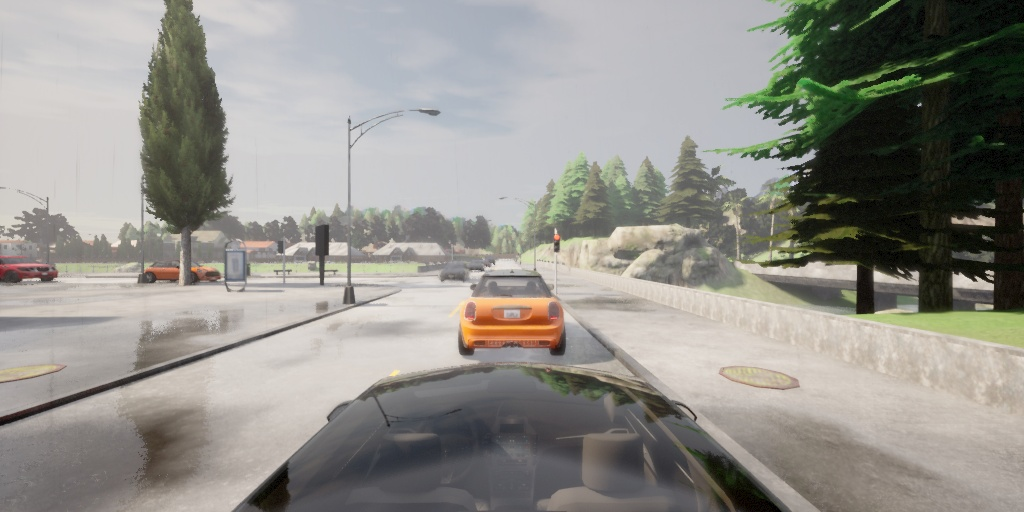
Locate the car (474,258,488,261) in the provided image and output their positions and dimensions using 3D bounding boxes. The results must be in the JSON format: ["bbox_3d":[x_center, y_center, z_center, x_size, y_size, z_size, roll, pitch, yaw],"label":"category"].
[{"bbox_3d":[-4.485,1.254,45.247,1.837,1.490,4.892,0,0,0],"label":"car"}]

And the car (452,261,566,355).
[{"bbox_3d":[-0.001,1.102,8.818,2.097,1.767,4.553,0,0,0],"label":"car"}]

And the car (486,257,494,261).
[{"bbox_3d":[-4.598,1.313,59.950,1.994,1.385,4.181,0,0,0],"label":"car"}]

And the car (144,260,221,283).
[{"bbox_3d":[-24.709,1.102,27.003,4.553,1.767,2.097,0,0,-1],"label":"car"}]

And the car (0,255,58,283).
[{"bbox_3d":[-37.802,0.969,26.884,5.566,2.045,2.150,0,0,0],"label":"car"}]

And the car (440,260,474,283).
[{"bbox_3d":[-4.332,1.254,27.849,1.837,1.490,4.892,0,0,-1],"label":"car"}]
